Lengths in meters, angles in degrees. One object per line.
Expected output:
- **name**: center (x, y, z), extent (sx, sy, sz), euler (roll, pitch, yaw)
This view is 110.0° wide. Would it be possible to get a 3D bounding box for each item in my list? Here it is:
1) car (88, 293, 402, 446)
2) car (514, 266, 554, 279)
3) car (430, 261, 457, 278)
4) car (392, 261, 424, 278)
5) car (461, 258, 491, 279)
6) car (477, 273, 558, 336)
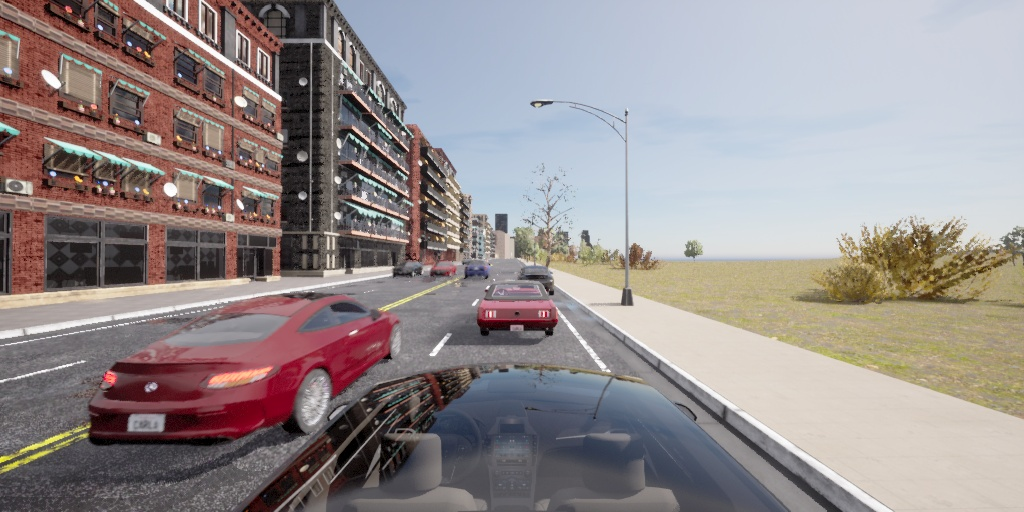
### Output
- **car**: center (-3.139, 1.276, 5.389), extent (1.812, 1.442, 4.674), euler (0, 0, 0)
- **car**: center (1.208, 1.258, 19.570), extent (1.837, 1.490, 4.892), euler (0, 0, 0)
- **car**: center (-6.471, 1.231, 34.165), extent (1.882, 1.535, 5.008), euler (0, 0, 0)
- **car**: center (-9.723, 1.231, 33.775), extent (1.882, 1.535, 5.008), euler (0, 0, 0)
- **car**: center (-3.026, 1.104, 32.638), extent (2.097, 1.767, 4.553), euler (0, 0, 0)
- **car**: center (0.133, 1.353, 10.369), extent (1.895, 1.301, 4.718), euler (0, 0, 0)
